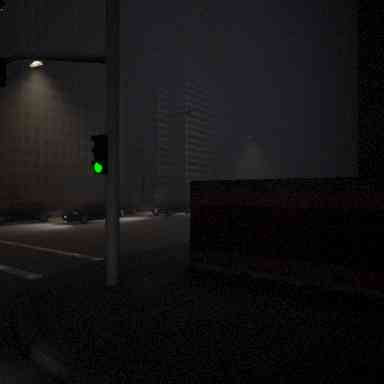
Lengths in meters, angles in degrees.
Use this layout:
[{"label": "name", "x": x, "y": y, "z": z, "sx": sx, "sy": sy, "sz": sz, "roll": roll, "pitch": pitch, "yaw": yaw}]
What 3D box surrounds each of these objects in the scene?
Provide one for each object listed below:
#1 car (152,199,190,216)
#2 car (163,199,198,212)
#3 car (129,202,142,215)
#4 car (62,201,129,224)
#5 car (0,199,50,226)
[{"label": "car", "x": -1.898, "y": 1.491, "z": 32.717, "sx": 2.128, "sy": 1.511, "sz": 4.902, "roll": 0, "pitch": 0, "yaw": 36}, {"label": "car", "x": -1.322, "y": 1.564, "z": 39.470, "sx": 1.994, "sy": 1.385, "sz": 4.181, "roll": 0, "pitch": 0, "yaw": 36}, {"label": "car", "x": -7.121, "y": 1.547, "z": 31.478, "sx": 2.033, "sy": 1.411, "sz": 5.357, "roll": 0, "pitch": 0, "yaw": 36}, {"label": "car", "x": -7.400, "y": 1.505, "z": 25.121, "sx": 1.837, "sy": 1.490, "sz": 4.892, "roll": 0, "pitch": 0, "yaw": 36}, {"label": "car", "x": -12.662, "y": 1.352, "z": 23.793, "sx": 2.097, "sy": 1.767, "sz": 4.553, "roll": 0, "pitch": 0, "yaw": 36}]
